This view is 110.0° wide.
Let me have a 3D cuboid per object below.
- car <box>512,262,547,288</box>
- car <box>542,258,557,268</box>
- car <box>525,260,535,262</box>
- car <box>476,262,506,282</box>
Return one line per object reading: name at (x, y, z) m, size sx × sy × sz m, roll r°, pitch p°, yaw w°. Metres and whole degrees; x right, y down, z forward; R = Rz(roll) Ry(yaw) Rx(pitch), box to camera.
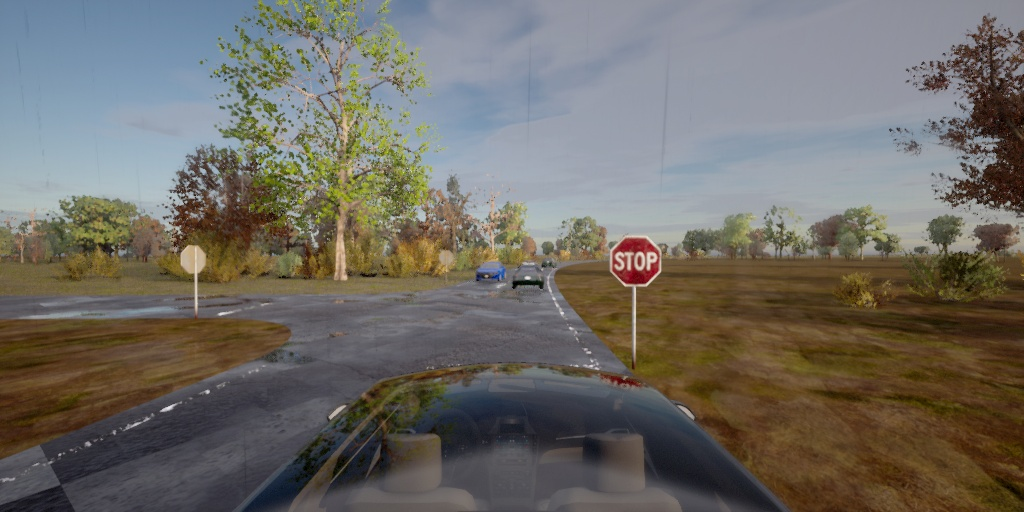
car at (1.115, 1.306, 23.699) m, size 1.994 × 1.385 × 4.181 m, roll 0°, pitch 0°, yaw 5°
car at (6.108, 1.072, 58.721) m, size 2.097 × 1.767 × 4.553 m, roll 0°, pitch 0°, yaw 12°
car at (2.810, 1.320, 58.162) m, size 1.895 × 1.301 × 4.718 m, roll 0°, pitch 0°, yaw 12°
car at (-1.632, 1.216, 28.868) m, size 1.882 × 1.535 × 5.008 m, roll 0°, pitch 0°, yaw 6°
